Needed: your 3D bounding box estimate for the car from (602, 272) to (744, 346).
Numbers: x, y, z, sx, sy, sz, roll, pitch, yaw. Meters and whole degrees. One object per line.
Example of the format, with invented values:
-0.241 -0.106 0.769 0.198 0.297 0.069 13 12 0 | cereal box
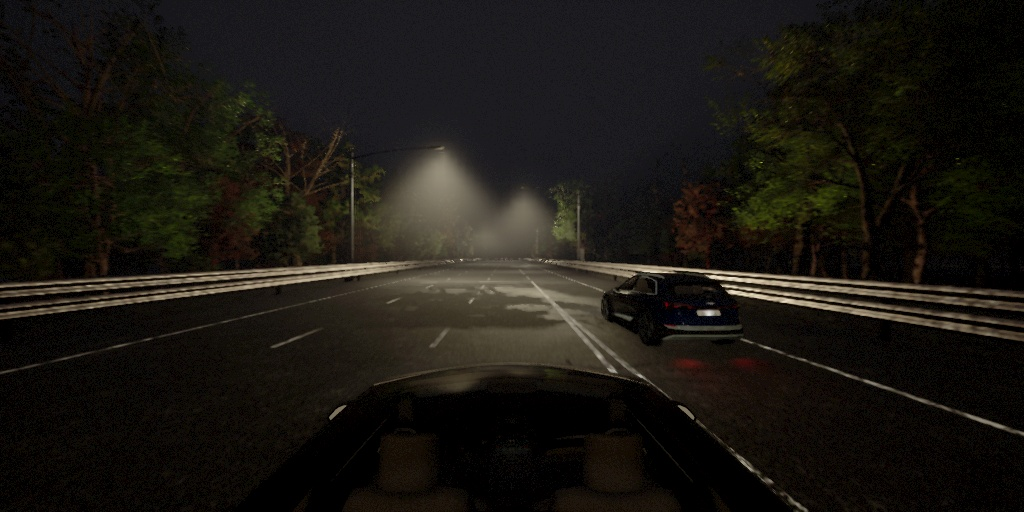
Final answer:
3.844 1.215 9.403 2.033 1.649 4.856 0 0 -2 | car
